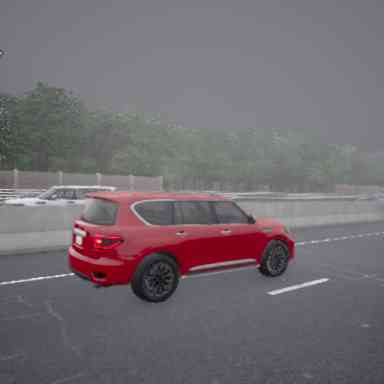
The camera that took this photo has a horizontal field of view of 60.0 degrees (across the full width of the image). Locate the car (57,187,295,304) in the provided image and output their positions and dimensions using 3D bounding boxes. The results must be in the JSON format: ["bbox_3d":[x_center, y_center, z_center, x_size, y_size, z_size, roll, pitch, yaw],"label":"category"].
[{"bbox_3d":[0.034,1.025,7.880,5.566,2.045,2.150,1,2,-36],"label":"car"}]

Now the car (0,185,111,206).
[{"bbox_3d":[-6.197,0.668,16.420,5.566,2.045,2.150,1,1,-35],"label":"car"}]

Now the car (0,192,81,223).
[{"bbox_3d":[-9.028,0.825,18.699,4.892,1.490,1.837,1,1,-35],"label":"car"}]

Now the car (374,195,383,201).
[{"bbox_3d":[30.910,1.230,51.600,4.902,1.511,2.128,1,1,-35],"label":"car"}]

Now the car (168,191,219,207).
[{"bbox_3d":[0.169,0.693,33.842,5.008,1.535,1.882,1,1,-35],"label":"car"}]

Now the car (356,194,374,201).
[{"bbox_3d":[28.817,1.121,54.398,4.902,1.511,2.128,1,1,-35],"label":"car"}]
